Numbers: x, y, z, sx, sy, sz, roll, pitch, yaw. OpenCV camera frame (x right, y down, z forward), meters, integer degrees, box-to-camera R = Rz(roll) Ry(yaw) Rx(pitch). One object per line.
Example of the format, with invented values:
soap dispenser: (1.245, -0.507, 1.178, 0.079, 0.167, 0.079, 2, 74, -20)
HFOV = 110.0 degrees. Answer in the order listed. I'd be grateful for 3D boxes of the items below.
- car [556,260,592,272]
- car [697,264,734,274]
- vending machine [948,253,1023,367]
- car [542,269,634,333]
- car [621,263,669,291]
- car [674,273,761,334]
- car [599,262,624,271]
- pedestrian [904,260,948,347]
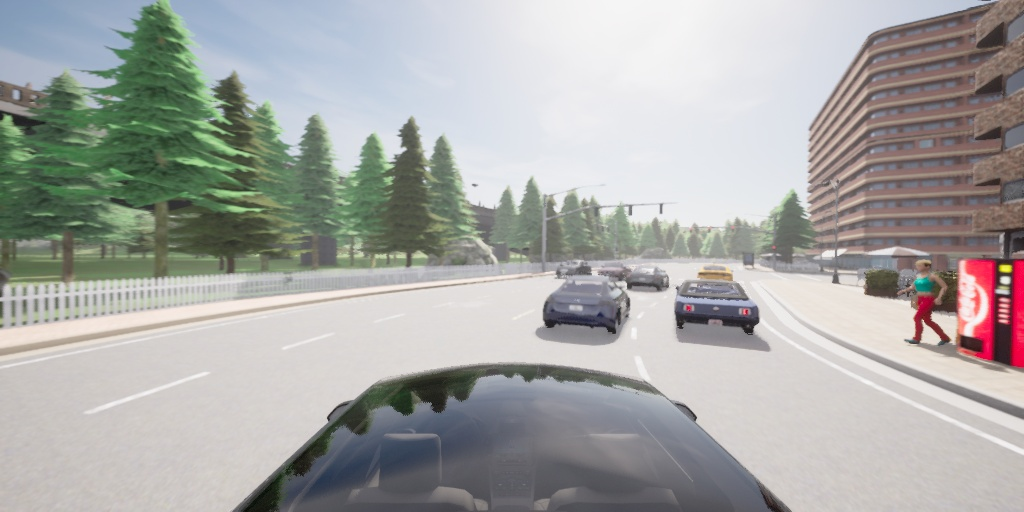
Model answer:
car: (5.390, 1.102, 30.927, 2.128, 1.511, 4.902, 1, 1, 31)
car: (12.791, 1.242, 22.628, 1.882, 1.535, 5.008, 1, 0, 31)
vending machine: (9.259, 1.035, 6.673, 1.100, 2.100, 0.880, 0, 0, 19)
car: (2.371, 1.274, 10.805, 1.994, 1.385, 4.181, 1, 0, 23)
car: (8.334, 1.272, 21.925, 1.994, 1.385, 4.181, 1, 1, 30)
car: (5.994, 1.362, 10.886, 1.895, 1.301, 4.718, 1, 0, 25)
car: (8.385, 1.194, 29.118, 1.812, 1.442, 4.674, 1, 0, 31)
pedestrian: (8.795, 0.967, 7.631, 0.375, 1.860, 0.375, 1, 0, 20)
